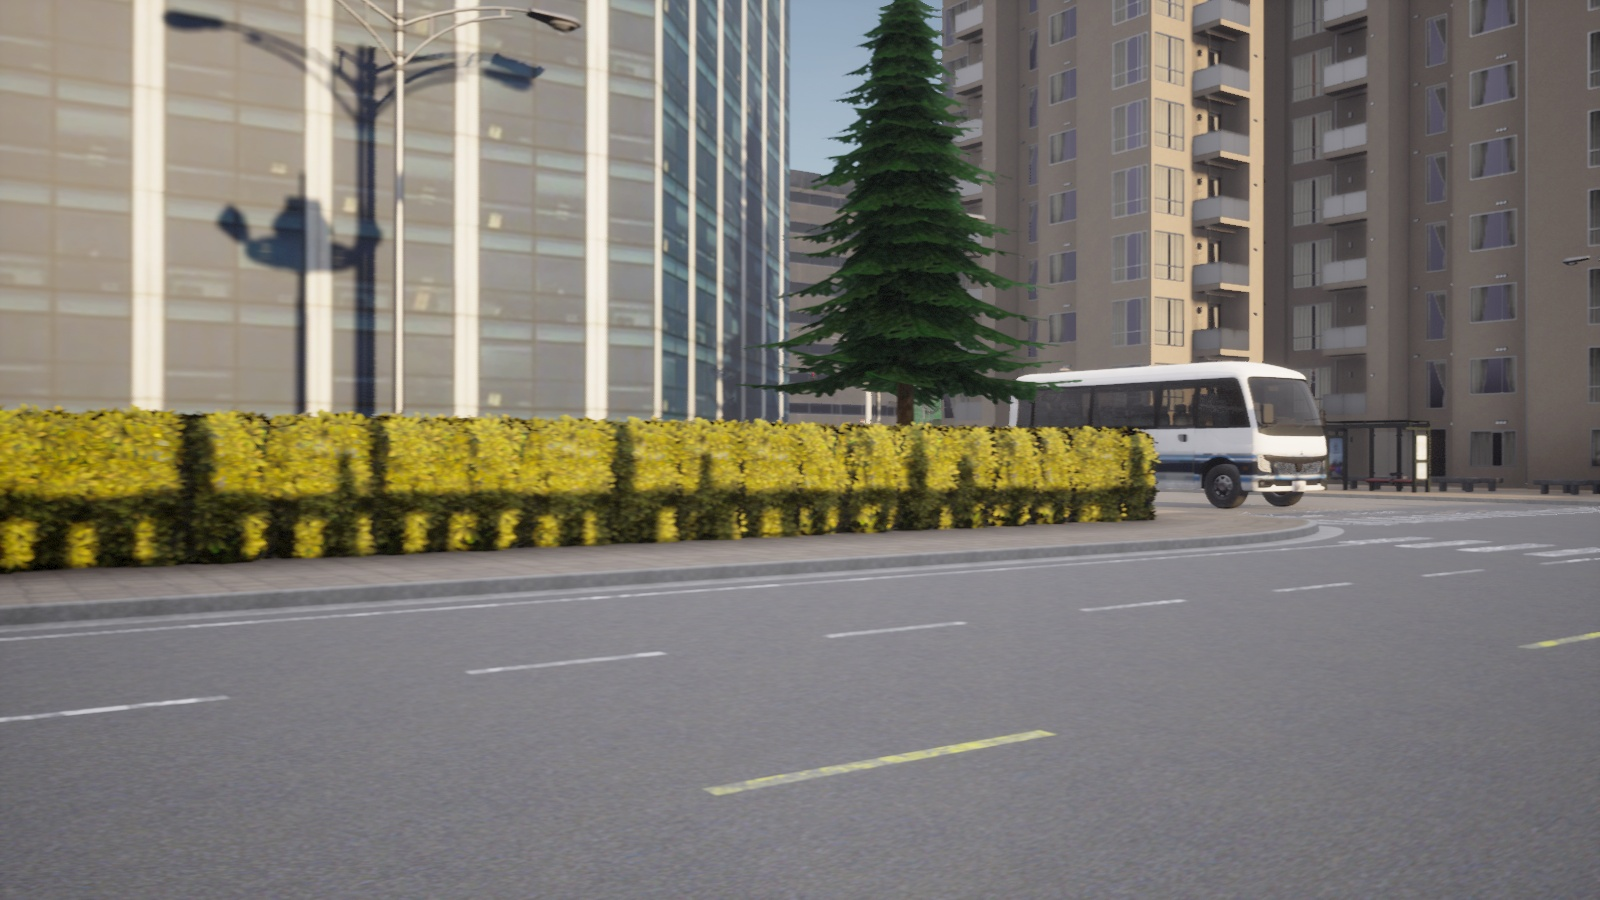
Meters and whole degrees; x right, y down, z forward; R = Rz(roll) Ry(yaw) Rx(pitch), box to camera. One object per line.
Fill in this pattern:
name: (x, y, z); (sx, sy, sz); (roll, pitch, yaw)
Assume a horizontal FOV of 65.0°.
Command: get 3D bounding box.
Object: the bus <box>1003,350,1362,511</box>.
bus: (11.271, -0.506, 38.439); (3.944, 4.253, 10.273); (0, 0, -35)
